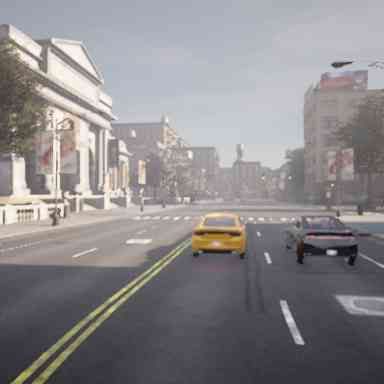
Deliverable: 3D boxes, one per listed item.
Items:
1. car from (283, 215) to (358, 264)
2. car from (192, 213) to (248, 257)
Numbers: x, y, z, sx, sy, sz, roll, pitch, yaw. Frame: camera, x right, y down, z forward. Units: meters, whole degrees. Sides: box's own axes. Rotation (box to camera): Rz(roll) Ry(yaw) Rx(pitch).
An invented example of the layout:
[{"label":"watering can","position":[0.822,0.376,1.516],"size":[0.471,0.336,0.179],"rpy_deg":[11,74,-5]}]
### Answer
[{"label":"car","position":[4.563,1.613,12.319],"size":[2.128,1.511,4.902],"rpy_deg":[0,0,9]},{"label":"car","position":[1.228,1.609,13.602],"size":[1.882,1.535,5.008],"rpy_deg":[0,0,9]}]
